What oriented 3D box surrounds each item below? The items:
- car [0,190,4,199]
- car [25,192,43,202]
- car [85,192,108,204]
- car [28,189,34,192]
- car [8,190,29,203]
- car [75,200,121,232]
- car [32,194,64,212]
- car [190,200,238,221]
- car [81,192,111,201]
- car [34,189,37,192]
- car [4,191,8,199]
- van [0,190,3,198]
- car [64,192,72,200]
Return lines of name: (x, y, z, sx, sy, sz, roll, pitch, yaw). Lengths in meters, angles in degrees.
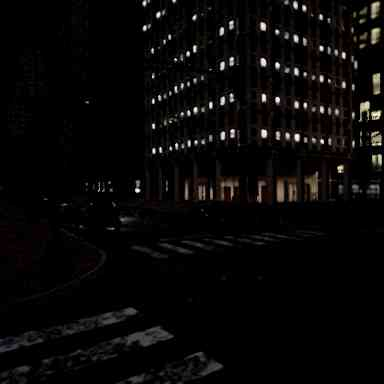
car: (-36.071, 0.570, 64.124, 1.967, 1.590, 4.097, 0, 1, -37)
car: (-16.880, 1.028, 36.642, 1.752, 1.417, 4.829, 0, 1, -33)
car: (-13.221, 0.762, 45.944, 1.967, 1.590, 4.097, 0, 1, -34)
car: (-39.326, 0.165, 81.563, 2.192, 1.841, 5.009, 0, 1, -38)
car: (-26.289, 0.857, 50.616, 1.887, 1.381, 4.507, 0, 1, -35)
car: (-5.217, 1.337, 18.074, 1.802, 1.307, 4.206, 0, 1, -31)
car: (-13.975, 1.146, 32.117, 1.802, 1.307, 4.206, 0, 1, -32)
car: (1.447, 1.217, 22.700, 1.802, 1.307, 4.206, 0, 1, -31)
car: (-7.761, 0.969, 27.018, 2.097, 1.767, 4.553, -1, 1, -32)
car: (-32.578, 0.511, 72.801, 1.887, 1.381, 4.507, 0, 1, -37)
car: (-29.401, 0.778, 55.016, 1.752, 1.417, 4.829, 0, 1, -35)
van: (-42.797, 0.354, 72.924, 1.690, 1.788, 3.998, 0, 1, -37)
car: (-22.731, 0.708, 59.486, 1.947, 1.339, 4.313, 0, 1, -36)
